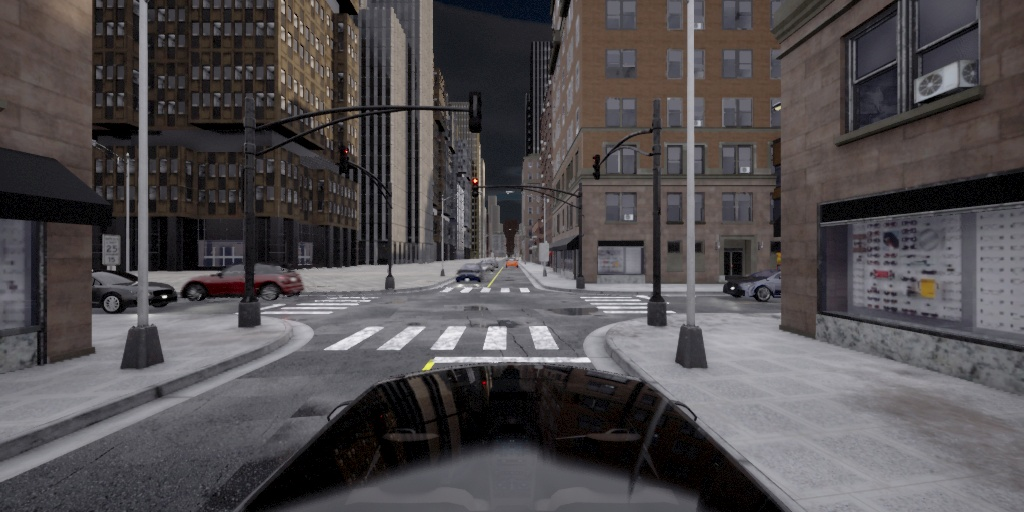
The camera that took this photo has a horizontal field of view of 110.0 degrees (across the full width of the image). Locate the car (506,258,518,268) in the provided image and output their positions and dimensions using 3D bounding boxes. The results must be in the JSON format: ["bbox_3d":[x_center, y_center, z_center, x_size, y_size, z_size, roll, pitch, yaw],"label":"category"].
[{"bbox_3d":[-0.015,1.101,61.649,2.097,1.767,4.553,0,0,0],"label":"car"}]

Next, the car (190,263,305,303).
[{"bbox_3d":[-12.205,1.109,16.436,4.553,1.767,2.097,0,0,-4],"label":"car"}]

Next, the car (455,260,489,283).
[{"bbox_3d":[-3.151,1.298,27.837,2.033,1.411,5.357,0,0,0],"label":"car"}]

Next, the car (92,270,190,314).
[{"bbox_3d":[-15.257,1.259,13.222,4.892,1.490,1.837,0,0,0],"label":"car"}]

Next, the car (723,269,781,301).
[{"bbox_3d":[12.222,1.313,16.654,4.181,1.385,1.994,0,0,-1],"label":"car"}]

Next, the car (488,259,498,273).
[{"bbox_3d":[-3.174,1.243,44.608,2.128,1.511,4.902,0,0,0],"label":"car"}]

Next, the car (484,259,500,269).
[{"bbox_3d":[-3.160,1.241,57.137,2.128,1.511,4.902,0,0,0],"label":"car"}]
